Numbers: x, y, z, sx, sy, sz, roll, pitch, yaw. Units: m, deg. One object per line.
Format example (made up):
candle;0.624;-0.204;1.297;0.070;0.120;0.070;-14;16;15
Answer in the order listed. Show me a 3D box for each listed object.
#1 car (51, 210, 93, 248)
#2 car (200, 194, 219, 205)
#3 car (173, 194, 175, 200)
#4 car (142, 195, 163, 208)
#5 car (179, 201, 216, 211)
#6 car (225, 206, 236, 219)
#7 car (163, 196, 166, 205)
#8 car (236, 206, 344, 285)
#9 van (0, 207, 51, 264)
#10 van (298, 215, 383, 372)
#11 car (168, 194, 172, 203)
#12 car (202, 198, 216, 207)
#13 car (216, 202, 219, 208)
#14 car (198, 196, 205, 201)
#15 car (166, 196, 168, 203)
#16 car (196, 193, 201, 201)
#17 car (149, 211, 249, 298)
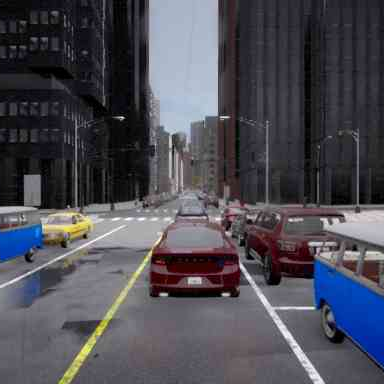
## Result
car;-5.778;1.526;14.753;1.752;1.417;4.829;0;0;0
car;2.720;1.335;47.485;2.192;1.841;5.009;0;0;0
car;-5.833;1.622;81.347;1.887;1.381;4.507;0;0;0
car;-5.805;1.334;47.488;2.192;1.841;5.009;0;0;0
car;-0.013;1.493;18.991;2.128;1.511;4.902;0;0;0
car;2.749;1.551;14.919;2.008;1.369;4.403;0;0;0
car;-5.810;1.340;53.131;2.192;1.841;5.009;0;0;0
car;2.754;1.315;9.393;2.192;1.841;5.009;0;0;0
van;-5.776;1.341;9.399;1.690;1.788;3.998;0;0;0
van;2.760;1.341;3.867;1.690;1.788;3.998;0;0;0
car;-5.823;1.617;70.061;1.947;1.339;4.313;0;0;0
car;2.716;1.591;53.129;1.947;1.339;4.313;0;0;0
car;2.743;1.547;20.444;1.887;1.381;4.507;0;0;0
car;2.684;1.672;92.636;1.947;1.339;4.313;0;0;0
car;-5.813;1.598;58.774;1.947;1.339;4.313;0;0;0
car;2.688;1.637;86.991;1.887;1.381;4.507;0;0;0
car;0.060;1.478;8.582;1.882;1.535;5.008;0;0;0
